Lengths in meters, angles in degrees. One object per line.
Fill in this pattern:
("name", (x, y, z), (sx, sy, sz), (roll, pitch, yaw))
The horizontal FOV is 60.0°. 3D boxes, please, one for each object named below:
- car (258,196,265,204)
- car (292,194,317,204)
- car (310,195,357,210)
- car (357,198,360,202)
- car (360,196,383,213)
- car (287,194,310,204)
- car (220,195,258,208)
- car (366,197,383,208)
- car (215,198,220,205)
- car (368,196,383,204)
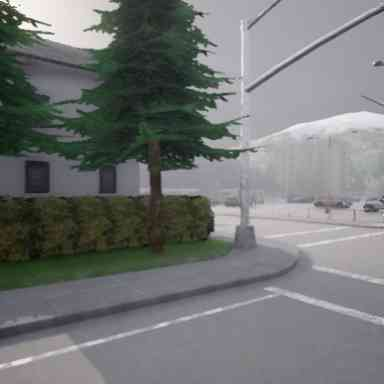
("car", (10.476, 1.343, 58.696), (2.152, 1.636, 5.027), (0, 0, -36))
("car", (22.964, 1.357, 68.220), (1.932, 1.855, 4.605), (0, 0, -36))
("car", (18.105, 1.273, 42.765), (1.932, 1.855, 4.605), (0, 0, -36))
("car", (38.111, 1.716, 78.985), (1.845, 1.501, 3.633), (0, 0, -36))
("car", (20.046, 1.238, 34.461), (1.905, 1.878, 3.866), (0, 0, -36))
("car", (20.850, 1.324, 66.185), (1.905, 1.878, 3.866), (0, 0, -36))
("car", (6.617, 1.443, 46.818), (2.007, 1.523, 4.514), (0, 0, -36))
("car", (28.621, 1.529, 49.478), (2.007, 1.523, 4.514), (0, 0, -36))
("car", (5.461, 1.394, 54.678), (1.970, 1.475, 3.806), (0, 0, -36))
("car", (40.038, 1.713, 71.224), (1.970, 1.475, 3.806), (0, 0, -36))
